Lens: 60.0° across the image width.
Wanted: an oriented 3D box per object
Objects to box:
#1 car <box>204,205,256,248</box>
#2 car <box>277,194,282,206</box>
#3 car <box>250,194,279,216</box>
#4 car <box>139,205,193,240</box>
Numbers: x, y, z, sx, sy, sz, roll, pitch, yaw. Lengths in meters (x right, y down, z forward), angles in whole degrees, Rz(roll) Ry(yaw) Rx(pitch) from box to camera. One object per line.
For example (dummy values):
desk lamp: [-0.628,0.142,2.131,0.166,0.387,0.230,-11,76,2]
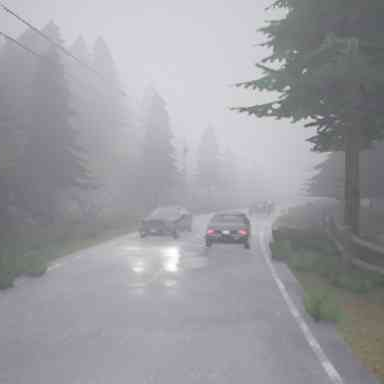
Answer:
car: [1.709,1.559,14.927,2.033,1.411,5.357,0,0,10]
car: [13.782,1.303,56.416,2.150,2.045,5.566,0,0,26]
car: [7.200,1.396,33.845,2.097,1.767,4.553,0,0,21]
car: [-1.214,1.475,17.384,1.882,1.535,5.008,0,0,12]
